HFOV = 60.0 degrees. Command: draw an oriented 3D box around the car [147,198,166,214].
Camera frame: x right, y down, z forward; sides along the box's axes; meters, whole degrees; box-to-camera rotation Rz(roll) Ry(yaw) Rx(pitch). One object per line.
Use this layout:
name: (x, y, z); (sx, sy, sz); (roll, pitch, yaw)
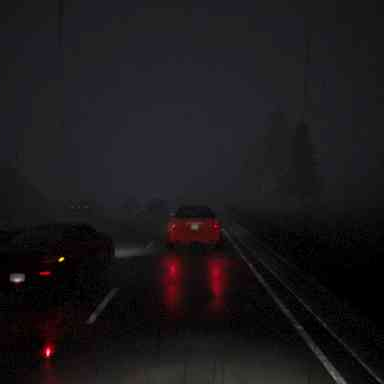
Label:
car: (-3.390, 1.341, 33.778); (1.882, 1.535, 5.008); (0, 0, 0)

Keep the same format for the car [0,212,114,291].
car: (-3.395, 1.490, 8.772); (1.812, 1.442, 4.674); (0, 0, 0)

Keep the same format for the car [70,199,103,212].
car: (-10.388, 1.414, 33.042); (2.033, 1.411, 5.357); (0, 0, 0)

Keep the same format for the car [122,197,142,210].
car: (-7.111, 1.364, 39.948); (1.812, 1.442, 4.674); (0, 0, -4)

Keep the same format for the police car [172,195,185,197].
police car: (-1.980, 1.221, 50.518); (1.930, 1.638, 5.238); (1, 0, -17)

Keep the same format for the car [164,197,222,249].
car: (0.106, 1.293, 14.387); (2.097, 1.767, 4.553); (0, 0, 0)
